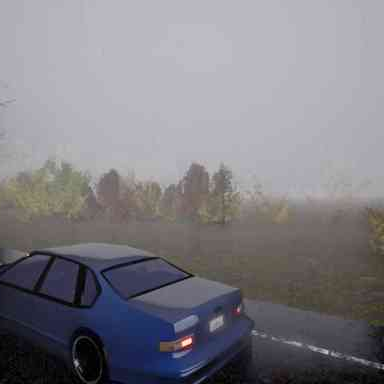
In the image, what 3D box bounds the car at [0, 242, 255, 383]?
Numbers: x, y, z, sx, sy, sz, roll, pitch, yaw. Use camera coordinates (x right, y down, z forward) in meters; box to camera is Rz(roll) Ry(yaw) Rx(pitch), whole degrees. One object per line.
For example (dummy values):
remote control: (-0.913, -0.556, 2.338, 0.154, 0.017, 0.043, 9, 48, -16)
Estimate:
car: (-1.753, 1.548, 5.273, 5.357, 1.411, 2.033, 0, 0, 36)
